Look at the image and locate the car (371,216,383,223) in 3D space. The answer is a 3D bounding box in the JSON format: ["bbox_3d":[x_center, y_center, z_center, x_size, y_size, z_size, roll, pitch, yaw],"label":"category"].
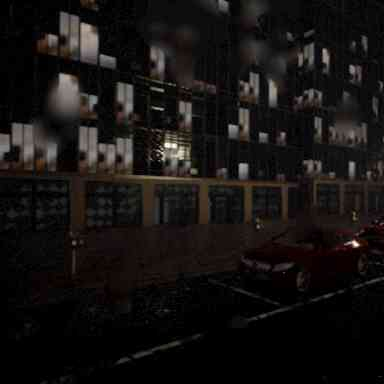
[{"bbox_3d":[7.657,1.433,12.007,4.097,1.590,1.967,0,1,-35],"label":"car"}]

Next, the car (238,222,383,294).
[{"bbox_3d":[3.119,1.579,8.773,4.206,1.307,1.802,0,1,-35],"label":"car"}]
